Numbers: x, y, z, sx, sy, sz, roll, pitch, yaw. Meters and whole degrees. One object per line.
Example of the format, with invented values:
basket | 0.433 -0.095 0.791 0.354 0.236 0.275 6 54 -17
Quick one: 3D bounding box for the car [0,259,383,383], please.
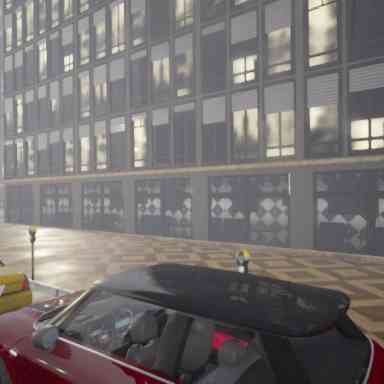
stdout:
car | -0.369 1.440 3.157 4.097 1.590 1.967 0 -1 36
